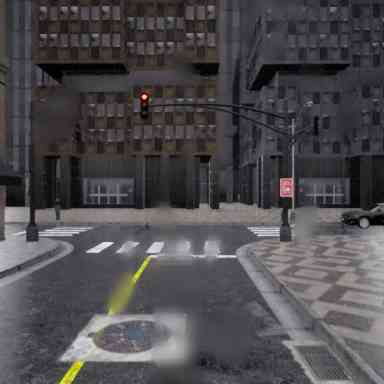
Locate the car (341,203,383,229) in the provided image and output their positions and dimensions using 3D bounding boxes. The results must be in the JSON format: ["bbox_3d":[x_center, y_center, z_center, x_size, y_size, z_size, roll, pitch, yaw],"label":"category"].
[{"bbox_3d":[12.058,1.458,21.032,5.008,1.535,1.882,0,0,1],"label":"car"}]

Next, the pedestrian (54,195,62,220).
[{"bbox_3d":[-9.812,1.152,24.334,0.375,1.860,0.375,0,0,1],"label":"pedestrian"}]
